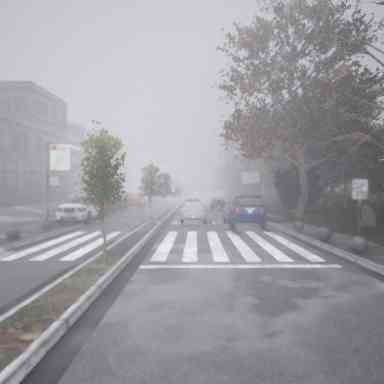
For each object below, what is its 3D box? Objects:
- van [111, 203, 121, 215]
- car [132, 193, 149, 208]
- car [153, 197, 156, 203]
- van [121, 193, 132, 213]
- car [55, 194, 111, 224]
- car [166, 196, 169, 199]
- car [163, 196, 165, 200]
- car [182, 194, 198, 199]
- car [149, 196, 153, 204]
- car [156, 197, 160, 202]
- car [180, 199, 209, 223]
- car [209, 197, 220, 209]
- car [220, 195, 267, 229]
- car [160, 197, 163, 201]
[{"bbox_3d":[-8.113,1.210,30.229,1.878,1.987,4.442,0,0,0],"label":"van"},{"bbox_3d":[-8.017,1.128,46.956,2.435,2.045,5.566,0,0,0],"label":"car"},{"bbox_3d":[-7.953,1.367,58.081,2.002,1.452,4.674,0,0,0],"label":"car"},{"bbox_3d":[-8.081,1.194,35.776,1.878,1.987,4.442,0,0,0],"label":"van"},{"bbox_3d":[-8.144,1.197,24.771,2.435,2.045,5.566,0,0,0],"label":"car"},{"bbox_3d":[-7.791,1.150,85.717,2.097,1.535,5.008,0,0,1],"label":"car"},{"bbox_3d":[-7.856,1.229,74.724,2.231,1.521,4.892,0,0,0],"label":"car"},{"bbox_3d":[0.109,1.402,42.890,2.128,1.511,4.902,0,0,0],"label":"car"},{"bbox_3d":[-7.984,1.385,52.502,2.163,1.488,4.792,0,0,0],"label":"car"},{"bbox_3d":[-7.919,1.326,63.597,2.163,1.488,4.792,0,0,0],"label":"car"},{"bbox_3d":[0.106,1.487,25.105,1.812,1.442,4.674,0,0,0],"label":"car"},{"bbox_3d":[3.259,1.415,42.975,1.837,1.490,4.892,0,0,0],"label":"car"},{"bbox_3d":[3.254,1.191,21.308,2.150,2.045,5.566,0,0,0],"label":"car"},{"bbox_3d":[-7.888,1.304,69.174,2.002,1.452,4.674,0,0,0],"label":"car"}]
